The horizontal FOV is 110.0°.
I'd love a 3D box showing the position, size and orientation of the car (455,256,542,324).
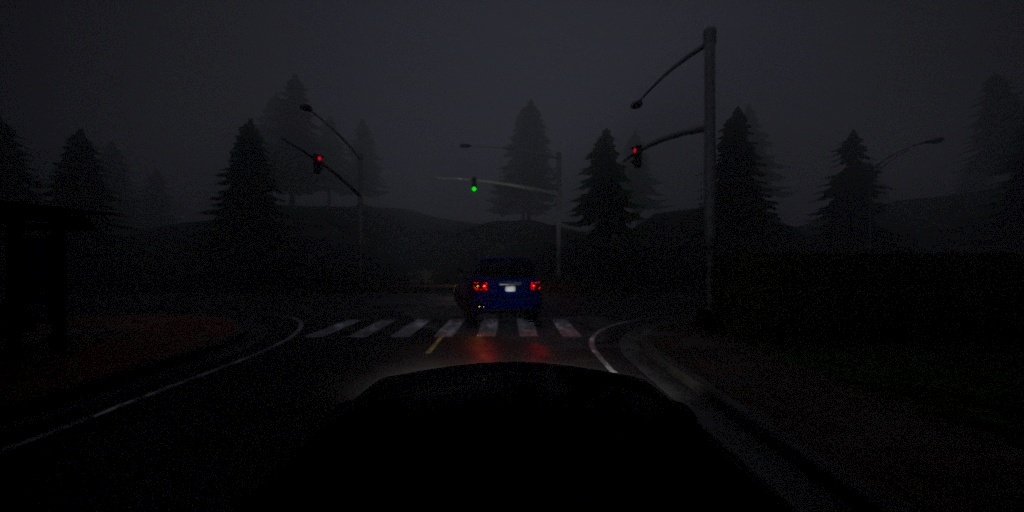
[{"bbox_3d":[-0.644,1.012,12.451,2.150,2.045,5.566,1,0,-13],"label":"car"}]
